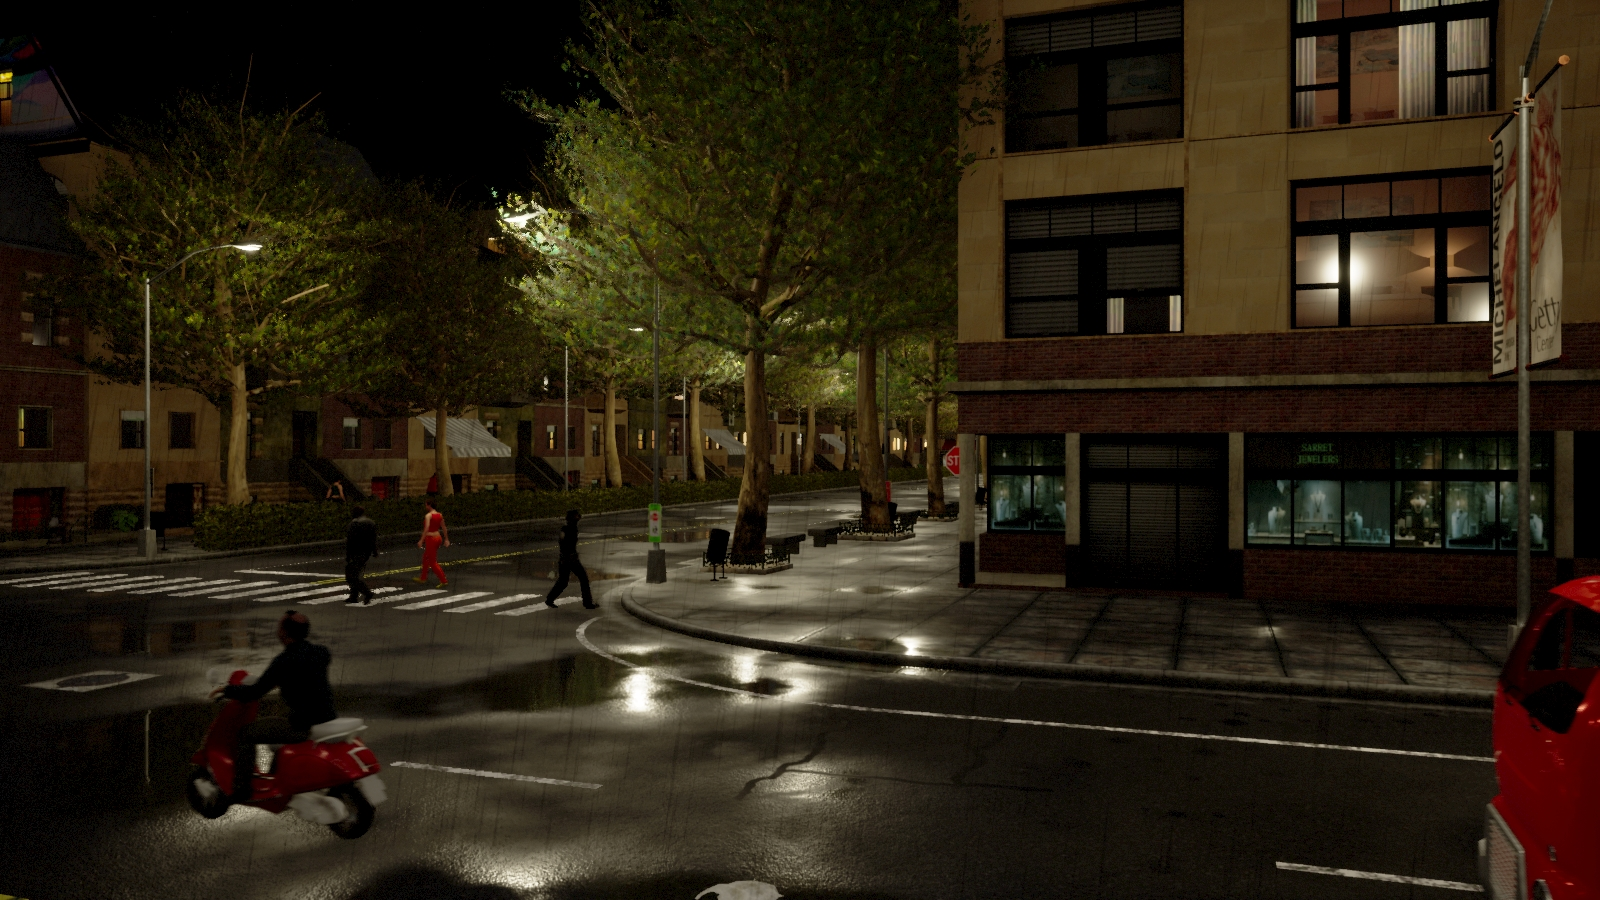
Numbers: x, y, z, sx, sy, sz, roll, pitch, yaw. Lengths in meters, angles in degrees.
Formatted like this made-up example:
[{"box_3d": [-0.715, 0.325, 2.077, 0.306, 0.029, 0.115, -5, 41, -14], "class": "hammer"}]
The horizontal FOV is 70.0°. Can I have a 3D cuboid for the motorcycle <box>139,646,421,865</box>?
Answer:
[{"box_3d": [-3.820, 2.182, 8.417, 1.805, 1.236, 0.856, 0, 0, 20], "class": "motorcycle"}]

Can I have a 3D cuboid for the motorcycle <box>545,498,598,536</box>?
[{"box_3d": [-7.583, 2.213, 38.065, 0.803, 1.145, 2.033, 0, 0, 20], "class": "motorcycle"}]

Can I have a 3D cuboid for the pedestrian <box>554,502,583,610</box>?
[{"box_3d": [-4.058, 1.849, 20.036, 0.375, 1.860, 0.375, 0, 0, 19], "class": "pedestrian"}]

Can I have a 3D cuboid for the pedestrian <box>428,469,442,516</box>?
[{"box_3d": [-14.641, 1.696, 45.841, 0.375, 1.860, 0.375, 0, 0, 20], "class": "pedestrian"}]

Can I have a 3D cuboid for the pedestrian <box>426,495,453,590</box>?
[{"box_3d": [-7.228, 1.849, 22.913, 0.375, 1.860, 0.375, 0, 0, 20], "class": "pedestrian"}]

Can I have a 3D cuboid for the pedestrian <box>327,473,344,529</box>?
[{"box_3d": [-15.490, 1.696, 38.080, 0.375, 1.860, 0.375, 0, 0, 18], "class": "pedestrian"}]

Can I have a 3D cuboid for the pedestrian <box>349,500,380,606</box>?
[{"box_3d": [-7.860, 1.849, 20.625, 0.375, 1.860, 0.375, 0, 0, 18], "class": "pedestrian"}]

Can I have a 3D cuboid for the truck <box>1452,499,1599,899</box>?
[{"box_3d": [5.935, 1.554, 4.793, 5.204, 2.467, 2.627, 1, 0, 21], "class": "truck"}]
